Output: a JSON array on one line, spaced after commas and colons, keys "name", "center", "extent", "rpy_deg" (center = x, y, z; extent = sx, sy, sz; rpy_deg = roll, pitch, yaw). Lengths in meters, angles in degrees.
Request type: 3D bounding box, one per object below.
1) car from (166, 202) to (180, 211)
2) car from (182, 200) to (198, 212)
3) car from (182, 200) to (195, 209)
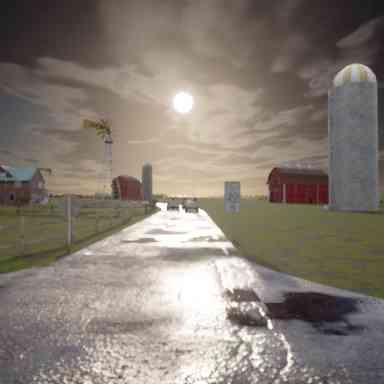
[{"name": "car", "center": [-2.999, 2.223, 53.072], "extent": [1.994, 1.385, 4.181], "rpy_deg": [0, -1, -2]}, {"name": "car", "center": [-0.061, 2.105, 48.976], "extent": [2.128, 1.511, 4.902], "rpy_deg": [0, -1, -2]}, {"name": "car", "center": [-0.725, 2.233, 59.084], "extent": [1.837, 1.490, 4.892], "rpy_deg": [0, -1, -6]}]
